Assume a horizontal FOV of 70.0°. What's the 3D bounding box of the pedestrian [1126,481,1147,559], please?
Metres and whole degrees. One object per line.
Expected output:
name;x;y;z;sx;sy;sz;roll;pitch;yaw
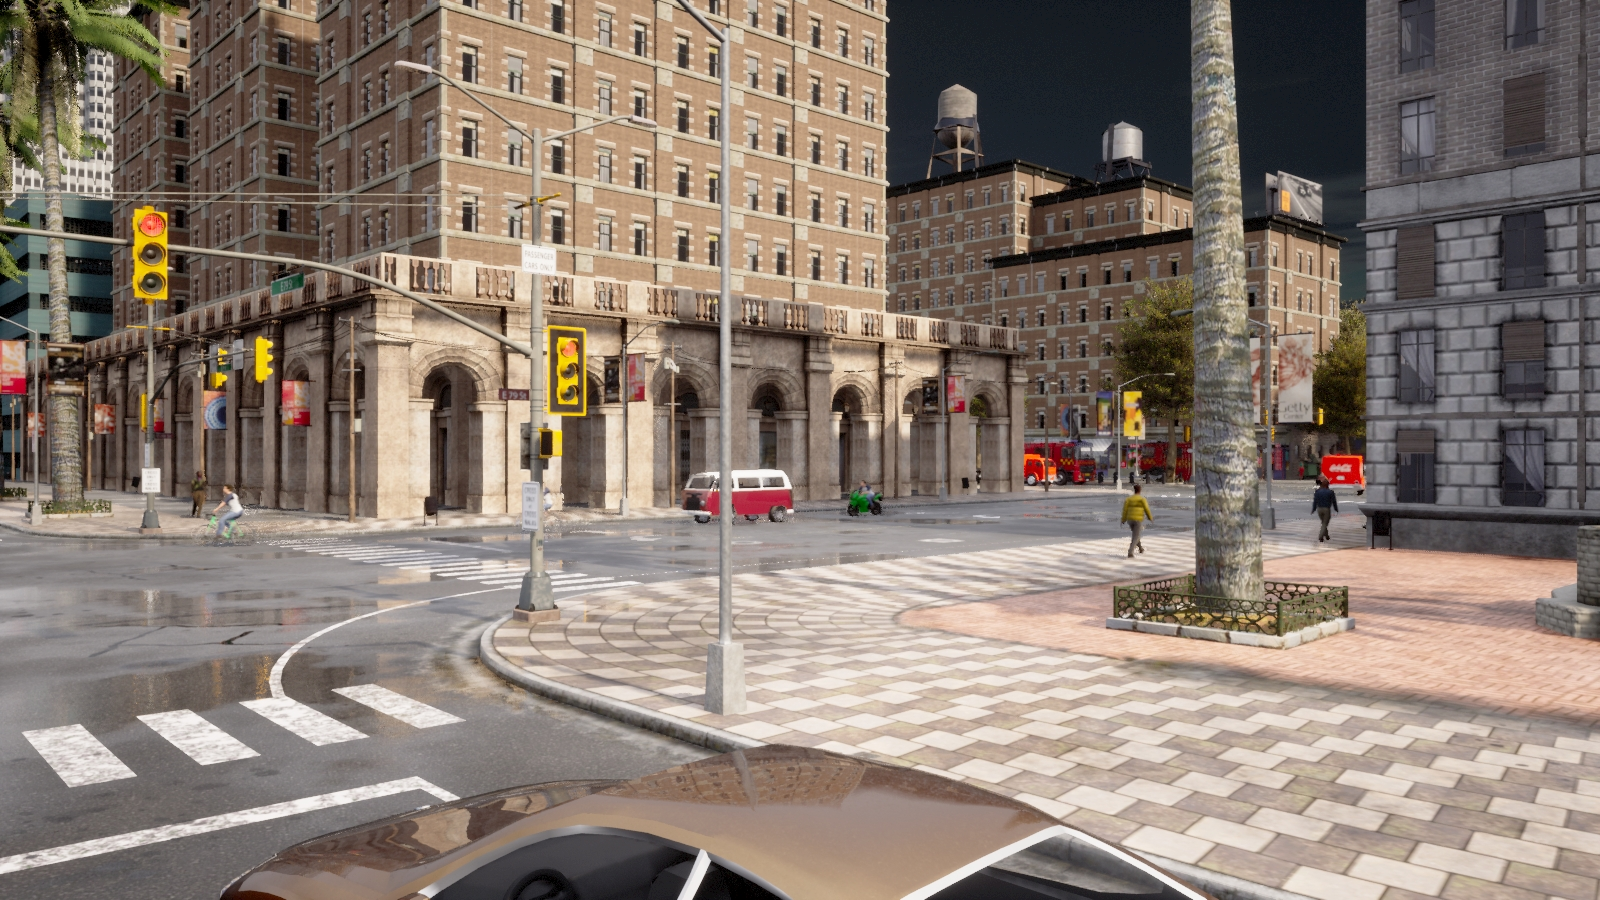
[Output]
pedestrian;8.153;1.696;27.684;0.375;1.860;0.375;0;0;42

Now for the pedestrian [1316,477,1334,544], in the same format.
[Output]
pedestrian;14.863;1.696;32.321;0.375;1.860;0.375;0;0;41

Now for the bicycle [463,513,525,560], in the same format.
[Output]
bicycle;-7.990;2.256;29.893;0.859;1.080;1.487;2;1;18

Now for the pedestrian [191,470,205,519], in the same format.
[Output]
pedestrian;-23.086;1.697;43.809;0.375;1.860;0.375;0;0;42

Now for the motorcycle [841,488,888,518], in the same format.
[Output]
motorcycle;2.726;2.213;48.028;2.033;1.145;0.803;0;0;-43

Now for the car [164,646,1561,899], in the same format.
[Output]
car;-0.308;1.992;4.309;5.027;1.651;2.152;0;0;42

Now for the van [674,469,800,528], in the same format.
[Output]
van;-2.347;1.784;43.409;4.480;2.038;2.069;0;0;-43

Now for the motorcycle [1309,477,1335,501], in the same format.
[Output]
motorcycle;29.625;2.205;64.831;0.867;1.251;2.209;0;0;36

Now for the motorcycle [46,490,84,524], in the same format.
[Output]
motorcycle;-28.682;2.205;44.576;0.867;1.251;2.209;0;0;-42
